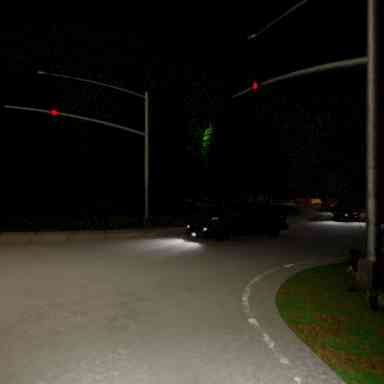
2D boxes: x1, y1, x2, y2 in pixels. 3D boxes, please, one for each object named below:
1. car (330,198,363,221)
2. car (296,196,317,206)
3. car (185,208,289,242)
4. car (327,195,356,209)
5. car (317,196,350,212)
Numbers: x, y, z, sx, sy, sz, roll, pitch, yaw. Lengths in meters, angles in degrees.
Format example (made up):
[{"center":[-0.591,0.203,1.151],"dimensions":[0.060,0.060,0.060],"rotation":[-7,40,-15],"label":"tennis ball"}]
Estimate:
[{"center":[12.379,1.480,26.414],"dimensions":[1.837,1.490,4.892],"rotation":[0,0,28],"label":"car"},{"center":[19.575,1.451,56.096],"dimensions":[1.882,1.535,5.008],"rotation":[0,0,-16],"label":"car"},{"center":[2.351,1.521,16.281],"dimensions":[5.357,1.411,2.033],"rotation":[0,0,-32],"label":"car"},{"center":[20.741,1.325,46.386],"dimensions":[2.097,1.767,4.553],"rotation":[0,0,3],"label":"car"},{"center":[16.359,1.451,38.489],"dimensions":[1.882,1.535,5.008],"rotation":[0,0,8],"label":"car"}]
